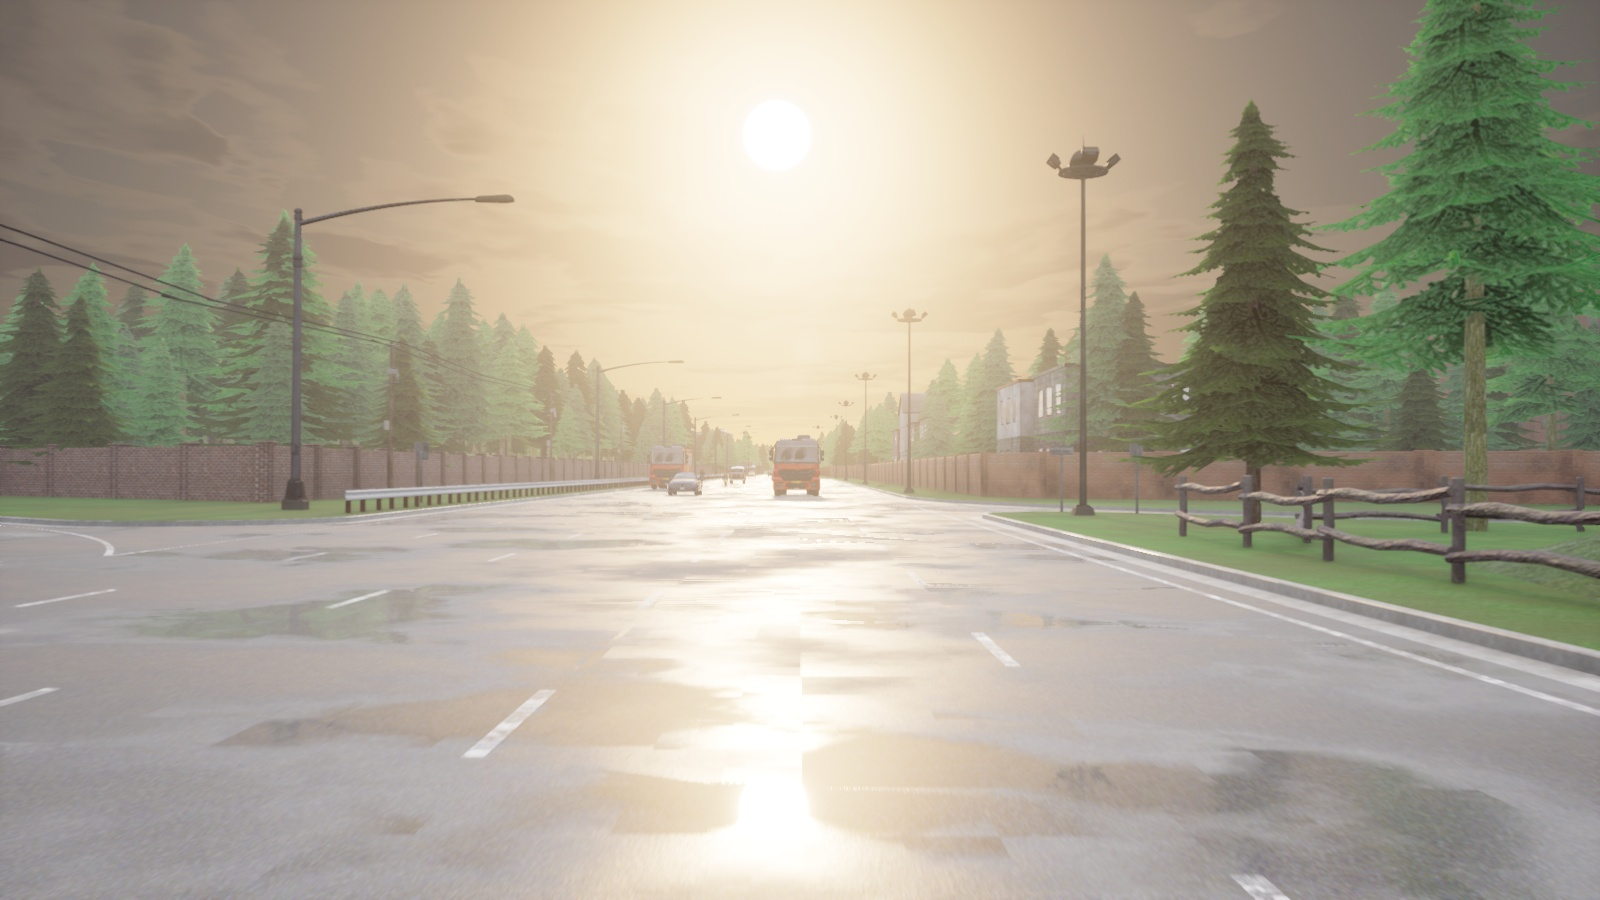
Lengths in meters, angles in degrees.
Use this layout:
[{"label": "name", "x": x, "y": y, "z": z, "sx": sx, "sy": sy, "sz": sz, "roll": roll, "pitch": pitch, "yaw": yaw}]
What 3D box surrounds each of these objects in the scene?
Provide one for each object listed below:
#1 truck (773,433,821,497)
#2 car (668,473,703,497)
[{"label": "truck", "x": -0.198, "y": 0.974, "z": 80.102, "sx": 2.891, "sy": 3.827, "sz": 8.468, "roll": 0, "pitch": -1, "yaw": 0}, {"label": "car", "x": -7.191, "y": 2.176, "z": 79.113, "sx": 1.812, "sy": 1.442, "sz": 4.674, "roll": 0, "pitch": -1, "yaw": 0}]
